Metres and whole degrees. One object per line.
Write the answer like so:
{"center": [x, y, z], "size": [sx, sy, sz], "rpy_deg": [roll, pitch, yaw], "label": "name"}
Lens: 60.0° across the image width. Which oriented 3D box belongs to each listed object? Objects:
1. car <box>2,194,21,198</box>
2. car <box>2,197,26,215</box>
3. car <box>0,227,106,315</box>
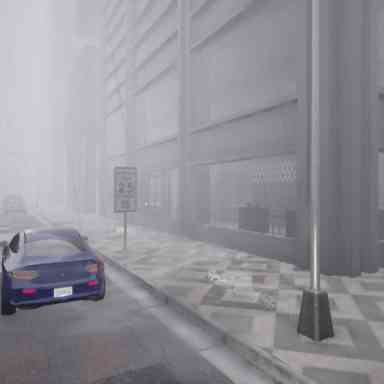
{"center": [-23.089, 1.236, 42.900], "size": [2.150, 2.045, 5.566], "rpy_deg": [0, 0, -29], "label": "car"}
{"center": [-17.925, 1.558, 33.791], "size": [2.033, 1.411, 5.357], "rpy_deg": [0, 0, -29], "label": "car"}
{"center": [-3.307, 1.527, 7.641], "size": [1.812, 1.442, 4.674], "rpy_deg": [0, 0, -29], "label": "car"}
